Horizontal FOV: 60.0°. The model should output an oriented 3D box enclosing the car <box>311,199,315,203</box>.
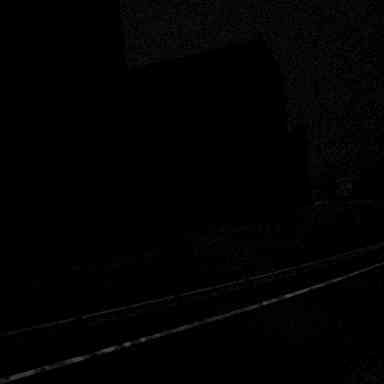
[{"bbox_3d":[26.622,1.987,77.894,2.033,1.411,5.357,-6,-1,-10],"label":"car"}]
